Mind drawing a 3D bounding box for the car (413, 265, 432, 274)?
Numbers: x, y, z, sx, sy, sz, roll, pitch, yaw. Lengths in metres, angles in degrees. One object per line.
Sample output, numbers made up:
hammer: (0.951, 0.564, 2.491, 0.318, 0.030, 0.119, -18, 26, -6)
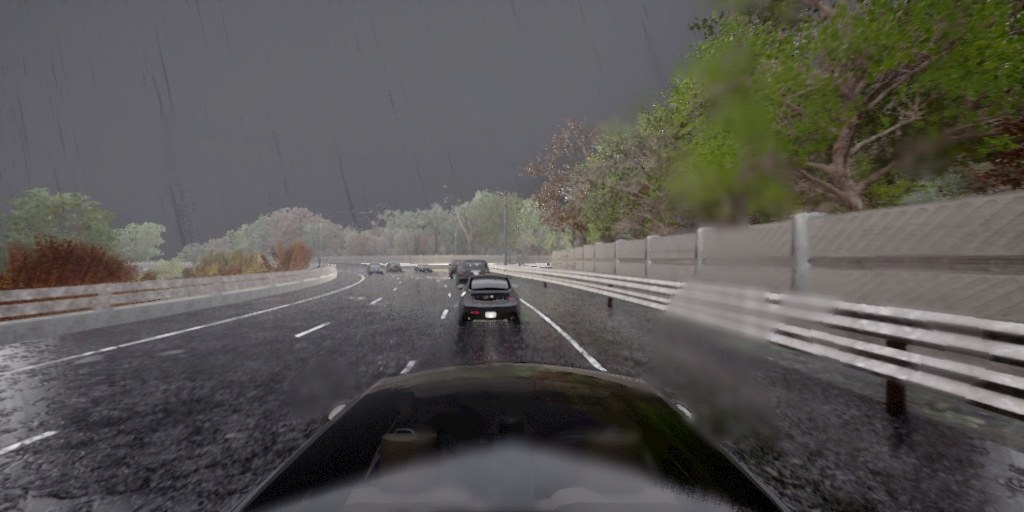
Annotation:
car: (-13.536, 1.973, 54.141, 1.895, 1.301, 4.718, 0, -1, -28)

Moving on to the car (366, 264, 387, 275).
car: (-19.249, 1.873, 50.052, 2.033, 1.411, 5.357, 0, -1, -27)

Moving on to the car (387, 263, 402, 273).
car: (-18.433, 1.896, 55.664, 1.837, 1.490, 4.892, 0, -1, -29)

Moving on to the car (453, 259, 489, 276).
car: (-2.857, 1.258, 25.665, 2.150, 2.045, 5.566, 0, -1, -11)

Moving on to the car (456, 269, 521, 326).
car: (-0.809, 1.384, 12.323, 1.837, 1.490, 4.892, 0, 0, -5)

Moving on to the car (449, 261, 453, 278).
car: (-6.019, 1.439, 41.189, 2.150, 2.045, 5.566, 0, -1, -10)
